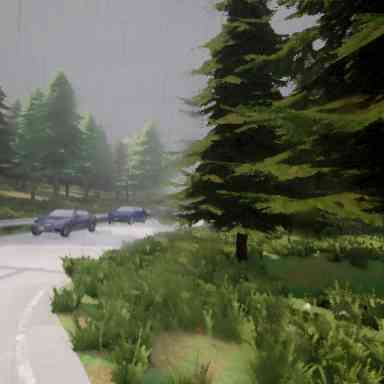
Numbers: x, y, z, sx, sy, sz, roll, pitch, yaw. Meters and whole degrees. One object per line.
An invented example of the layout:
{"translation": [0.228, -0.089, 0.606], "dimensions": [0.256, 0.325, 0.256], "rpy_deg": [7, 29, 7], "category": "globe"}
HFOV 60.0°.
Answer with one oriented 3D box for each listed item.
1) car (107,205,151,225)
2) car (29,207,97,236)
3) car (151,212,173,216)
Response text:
{"translation": [-5.275, 1.851, 27.502], "dimensions": [1.882, 1.535, 5.008], "rpy_deg": [1, -2, 10], "category": "car"}
{"translation": [-6.914, 1.596, 18.486], "dimensions": [1.812, 1.442, 4.674], "rpy_deg": [1, -2, 10], "category": "car"}
{"translation": [-3.436, 2.237, 37.579], "dimensions": [1.812, 1.442, 4.674], "rpy_deg": [1, -2, 10], "category": "car"}
